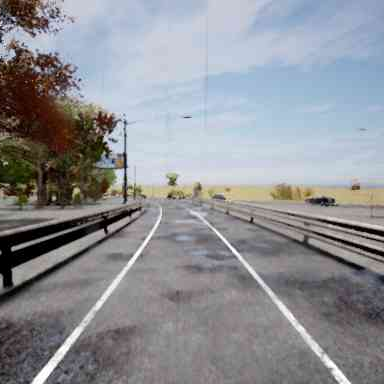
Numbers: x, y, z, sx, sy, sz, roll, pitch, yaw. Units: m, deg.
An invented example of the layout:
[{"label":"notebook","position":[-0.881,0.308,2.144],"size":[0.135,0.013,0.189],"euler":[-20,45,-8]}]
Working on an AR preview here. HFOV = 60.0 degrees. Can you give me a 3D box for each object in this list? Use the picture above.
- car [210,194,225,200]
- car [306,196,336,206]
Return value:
[{"label":"car","position":[6.163,1.320,81.107],"size":[2.097,1.767,4.553],"euler":[0,0,-24]},{"label":"car","position":[19.632,1.286,50.982],"size":[2.128,1.511,4.902],"euler":[0,0,-24]}]
